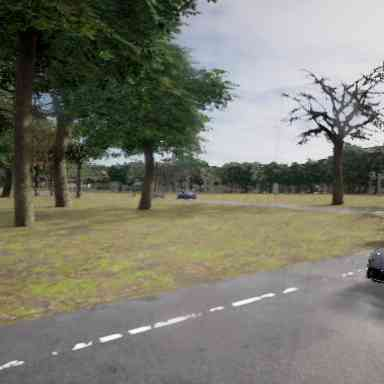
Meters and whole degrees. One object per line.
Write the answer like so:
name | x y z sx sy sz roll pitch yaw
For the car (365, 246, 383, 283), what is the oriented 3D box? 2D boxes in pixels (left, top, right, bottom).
car | 6.171 1.556 8.270 4.181 1.385 1.994 0 0 -36

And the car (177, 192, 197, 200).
car | -0.878 0.673 58.823 1.812 1.442 4.674 2 -1 -35

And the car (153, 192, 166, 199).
car | -7.382 0.644 67.818 2.033 1.411 5.357 2 -1 -36
